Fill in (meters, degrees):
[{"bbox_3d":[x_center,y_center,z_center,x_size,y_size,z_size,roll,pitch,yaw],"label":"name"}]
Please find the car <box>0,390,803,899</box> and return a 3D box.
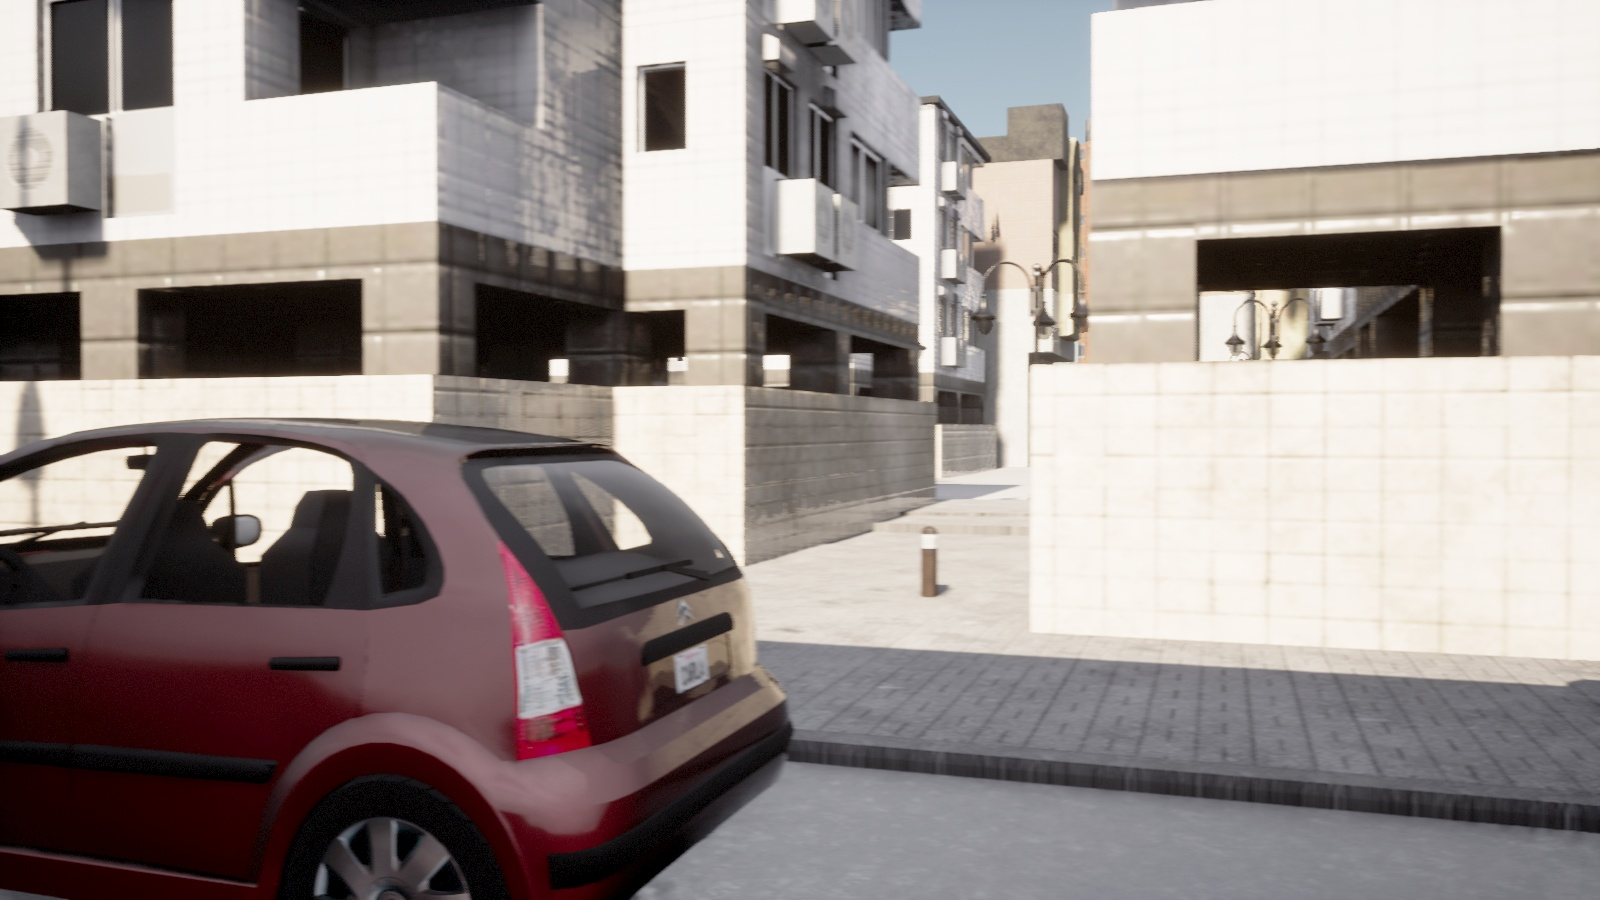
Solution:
[{"bbox_3d":[-2.178,0.632,4.453,3.988,1.617,1.851,1,1,19],"label":"car"}]
